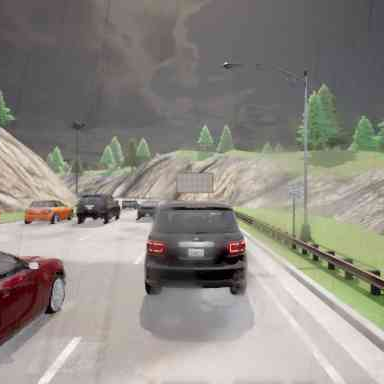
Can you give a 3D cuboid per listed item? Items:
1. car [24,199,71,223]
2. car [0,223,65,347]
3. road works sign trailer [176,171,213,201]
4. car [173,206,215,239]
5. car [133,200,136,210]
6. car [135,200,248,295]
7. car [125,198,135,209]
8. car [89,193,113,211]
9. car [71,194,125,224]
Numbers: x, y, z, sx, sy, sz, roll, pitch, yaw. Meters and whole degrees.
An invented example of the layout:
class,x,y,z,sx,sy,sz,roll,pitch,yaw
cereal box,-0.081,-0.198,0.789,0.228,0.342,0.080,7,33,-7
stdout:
class,x,y,z,sx,sy,sz,roll,pitch,yaw
car,-10.442,1.355,24.634,2.097,1.767,4.553,0,0,0
car,-3.406,1.477,4.553,1.882,1.535,5.008,0,0,0
road works sign trailer,0.186,0.464,21.583,2.380,3.560,2.880,0,0,0
car,0.092,1.558,18.087,1.994,1.385,4.181,0,0,0
car,-3.485,1.506,28.164,1.837,1.490,4.892,0,0,-1
car,0.087,1.221,8.866,2.150,2.045,5.566,0,0,0
car,-7.940,1.488,42.371,2.128,1.511,4.902,0,0,-6
car,-11.355,1.221,41.760,2.150,2.045,5.566,0,0,-7
car,-6.943,1.217,25.215,2.150,2.045,5.566,0,-1,0
